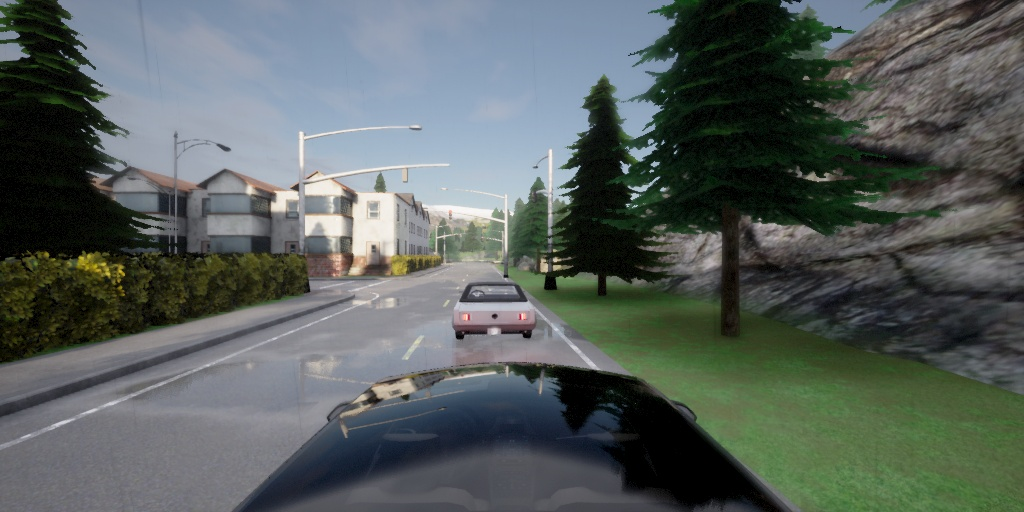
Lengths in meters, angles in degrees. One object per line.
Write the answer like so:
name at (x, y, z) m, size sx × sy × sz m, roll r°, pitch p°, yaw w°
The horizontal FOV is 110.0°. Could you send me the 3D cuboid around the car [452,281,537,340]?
car at (-0.539, 1.351, 10.019) m, size 1.895 × 1.301 × 4.718 m, roll 0°, pitch 0°, yaw -4°
